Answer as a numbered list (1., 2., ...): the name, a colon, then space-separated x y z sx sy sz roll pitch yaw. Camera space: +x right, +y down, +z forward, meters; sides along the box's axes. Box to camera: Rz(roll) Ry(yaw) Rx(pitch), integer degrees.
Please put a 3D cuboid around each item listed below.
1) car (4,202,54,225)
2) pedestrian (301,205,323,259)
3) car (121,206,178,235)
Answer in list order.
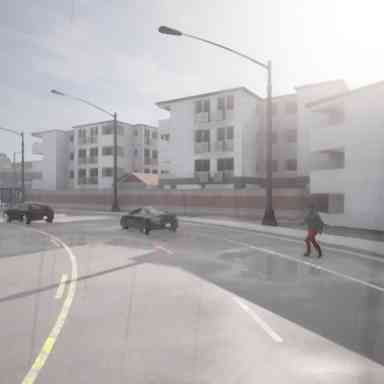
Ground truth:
1. car: -11.963 1.499 24.349 4.892 1.490 1.837 0 0 39
2. pedestrian: 3.981 1.291 11.072 0.375 1.860 0.375 0 0 -18
3. car: -2.467 1.520 18.926 1.812 1.442 4.674 0 0 -33
